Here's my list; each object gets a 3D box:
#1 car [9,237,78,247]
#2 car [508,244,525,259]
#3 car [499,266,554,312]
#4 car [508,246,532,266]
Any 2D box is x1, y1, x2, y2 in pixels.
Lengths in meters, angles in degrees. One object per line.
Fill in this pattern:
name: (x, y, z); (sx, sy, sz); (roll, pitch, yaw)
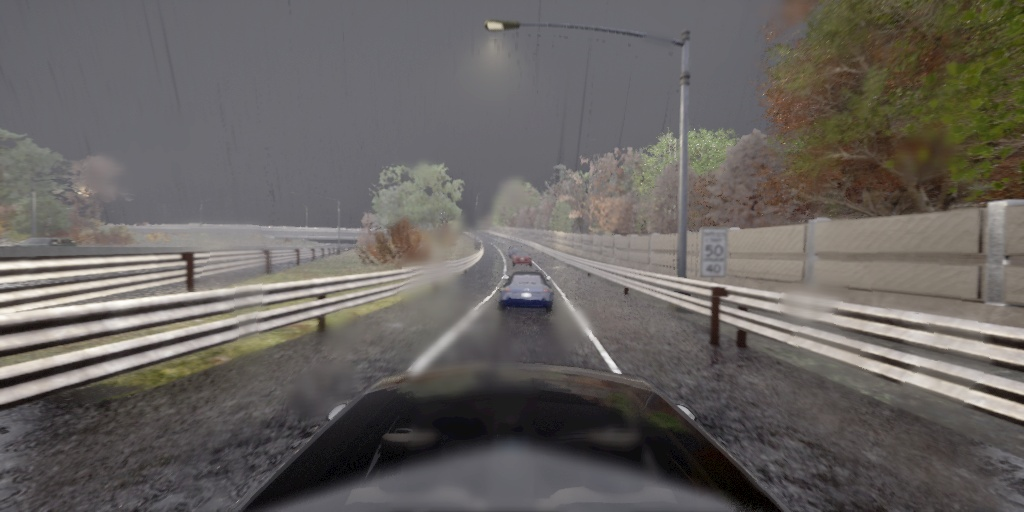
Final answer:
car: (-43.682, -0.739, 33.568); (2.150, 2.045, 5.566); (0, 1, -23)
car: (0.540, -0.671, 51.239); (2.097, 1.767, 4.553); (1, 5, -4)
car: (0.595, 1.281, 14.252); (1.994, 1.385, 4.181); (1, 1, 3)
car: (1.011, 0.145, 39.816); (2.097, 1.767, 4.553); (1, 3, -2)
